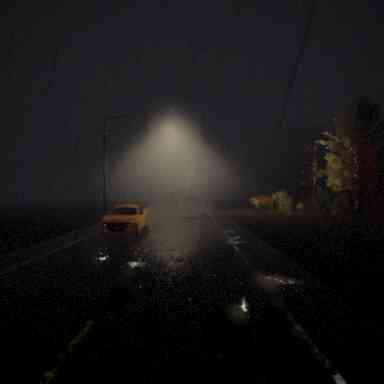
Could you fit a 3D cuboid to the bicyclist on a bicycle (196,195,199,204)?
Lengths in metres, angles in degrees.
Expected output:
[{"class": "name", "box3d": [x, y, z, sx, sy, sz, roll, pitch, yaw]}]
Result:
[{"class": "bicyclist on a bicycle", "box3d": [0.991, 1.373, 57.142, 0.582, 1.620, 1.656, 0, 0, 0]}]

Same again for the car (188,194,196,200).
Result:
[{"class": "car", "box3d": [0.041, 1.271, 81.418, 1.882, 1.535, 5.008, 0, 0, 0]}]

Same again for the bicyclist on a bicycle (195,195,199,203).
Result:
[{"class": "bicyclist on a bicycle", "box3d": [0.990, 1.344, 66.751, 0.866, 1.612, 1.509, 0, 0, 0]}]

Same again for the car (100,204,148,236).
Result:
[{"class": "car", "box3d": [-3.591, 1.452, 18.333, 1.882, 1.535, 5.008, 0, 0, 0]}]

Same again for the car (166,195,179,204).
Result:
[{"class": "car", "box3d": [-3.522, 1.269, 59.451, 2.097, 1.767, 4.553, 0, 0, 1]}]
